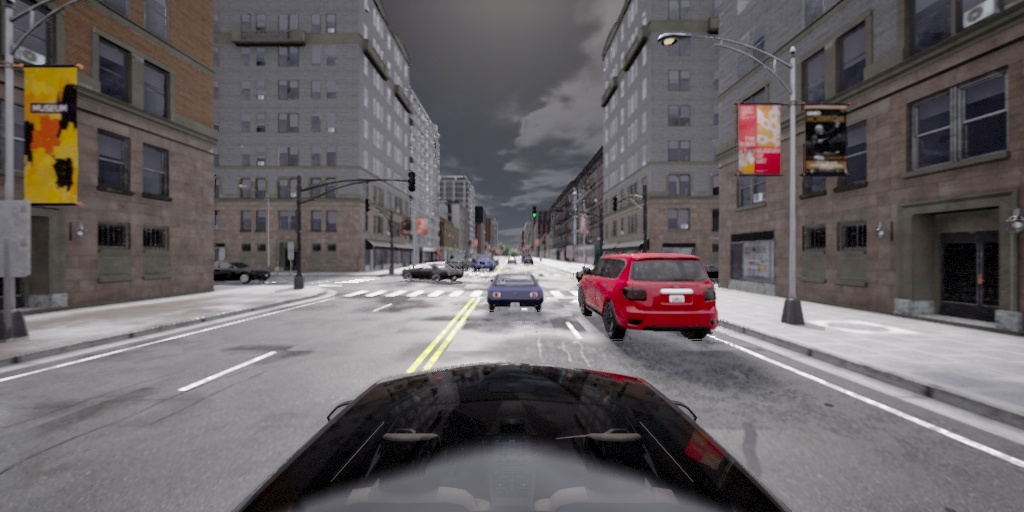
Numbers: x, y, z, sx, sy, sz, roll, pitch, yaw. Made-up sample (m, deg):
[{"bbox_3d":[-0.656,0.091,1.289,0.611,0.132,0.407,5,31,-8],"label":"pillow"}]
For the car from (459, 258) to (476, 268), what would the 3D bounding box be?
[{"bbox_3d":[-6.553,1.075,53.111,1.994,1.385,4.181,0,0,0],"label":"car"}]

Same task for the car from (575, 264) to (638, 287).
[{"bbox_3d":[6.451,1.252,24.175,4.718,1.301,1.895,0,0,-43],"label":"car"}]

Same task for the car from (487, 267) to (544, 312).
[{"bbox_3d":[0.103,1.293,13.932,1.895,1.301,4.718,0,0,0],"label":"car"}]

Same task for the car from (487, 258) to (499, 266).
[{"bbox_3d":[-3.233,1.062,63.145,1.895,1.301,4.718,0,0,0],"label":"car"}]

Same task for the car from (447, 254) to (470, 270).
[{"bbox_3d":[-6.572,0.777,43.704,2.150,2.045,5.566,0,0,0],"label":"car"}]

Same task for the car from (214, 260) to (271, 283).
[{"bbox_3d":[-19.852,1.091,25.403,5.008,1.535,1.882,0,0,1],"label":"car"}]

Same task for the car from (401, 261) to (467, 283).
[{"bbox_3d":[-5.954,1.231,26.491,4.718,1.301,1.895,0,0,33],"label":"car"}]

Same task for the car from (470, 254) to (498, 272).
[{"bbox_3d":[-3.296,0.779,43.415,2.150,2.045,5.566,0,0,2],"label":"car"}]

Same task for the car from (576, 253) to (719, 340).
[{"bbox_3d":[3.348,0.935,9.952,2.150,2.045,5.566,0,1,0],"label":"car"}]
